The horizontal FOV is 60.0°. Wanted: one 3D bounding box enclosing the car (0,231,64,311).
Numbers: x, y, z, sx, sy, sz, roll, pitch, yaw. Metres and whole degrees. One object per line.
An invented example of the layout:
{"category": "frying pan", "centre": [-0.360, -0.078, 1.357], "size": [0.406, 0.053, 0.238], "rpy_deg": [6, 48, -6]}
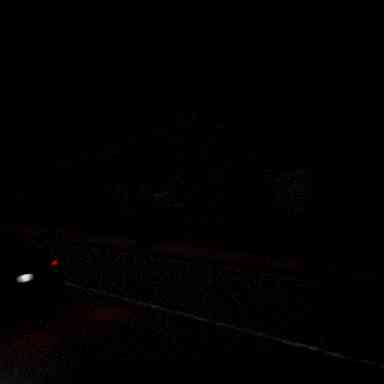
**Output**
{"category": "car", "centre": [-4.746, 1.581, 7.380], "size": [4.181, 1.385, 1.994], "rpy_deg": [0, 0, 36]}
